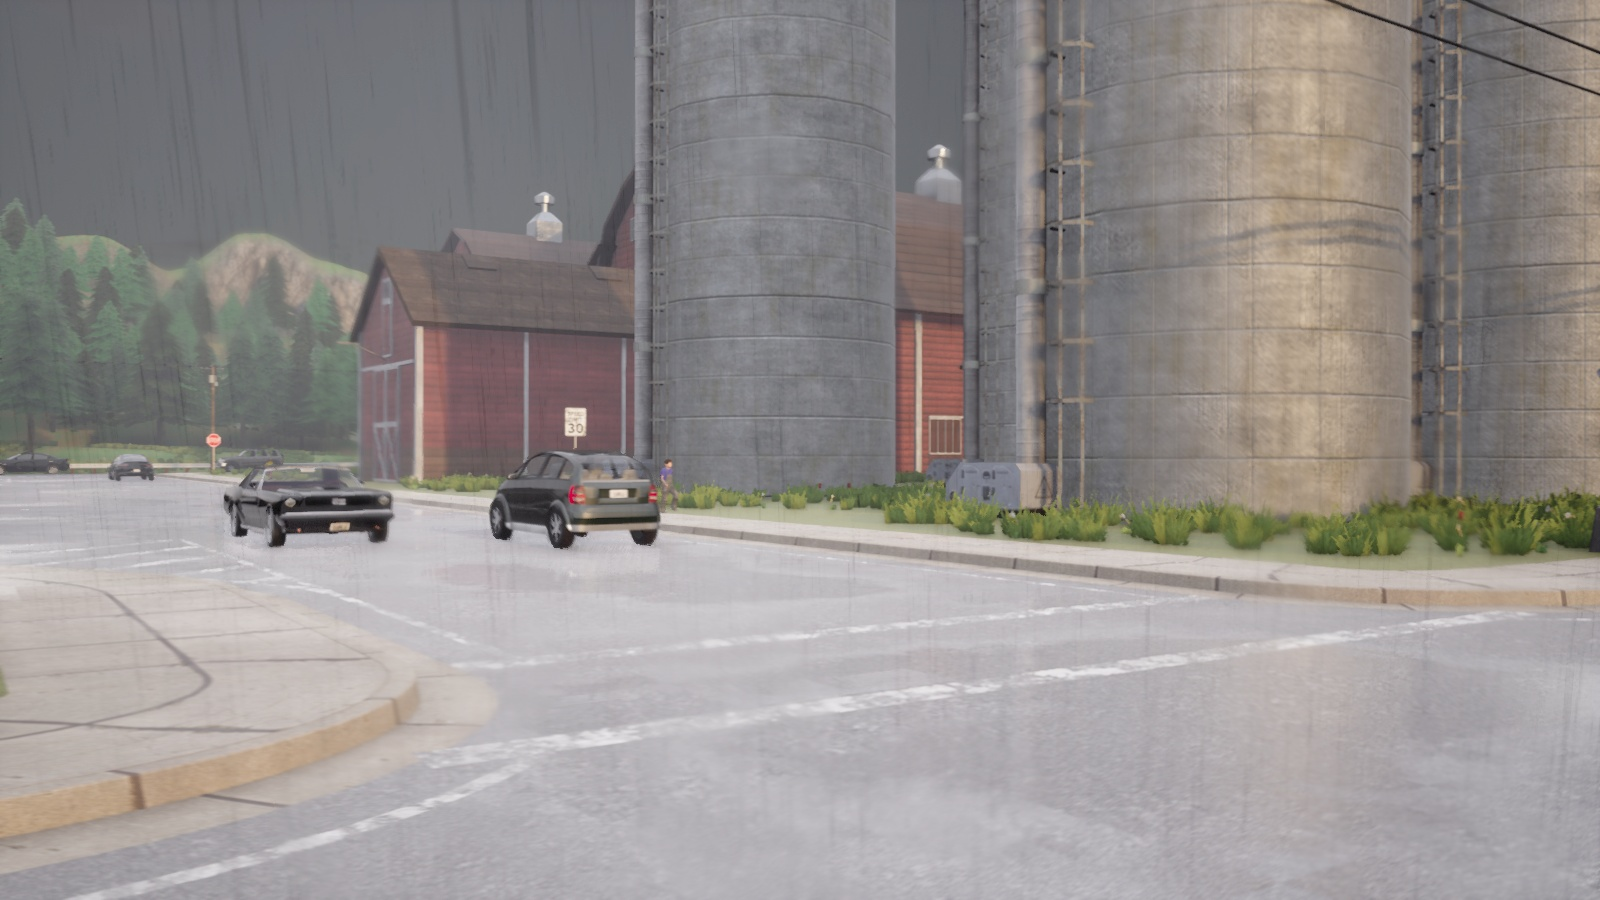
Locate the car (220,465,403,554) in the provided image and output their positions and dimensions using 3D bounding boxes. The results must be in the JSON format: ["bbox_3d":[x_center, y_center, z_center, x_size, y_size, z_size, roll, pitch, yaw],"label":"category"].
[{"bbox_3d":[-8.492,0.937,21.574,1.895,1.301,4.718,0,0,-34],"label":"car"}]

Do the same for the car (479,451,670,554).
[{"bbox_3d":[-3.844,0.799,20.973,1.789,1.549,3.705,0,0,-34],"label":"car"}]

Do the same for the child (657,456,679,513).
[{"bbox_3d":[-2.965,0.775,28.122,0.437,1.263,0.270,0,0,44],"label":"child"}]

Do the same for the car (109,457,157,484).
[{"bbox_3d":[-36.531,1.091,68.683,1.812,1.442,4.674,0,0,-34],"label":"car"}]
